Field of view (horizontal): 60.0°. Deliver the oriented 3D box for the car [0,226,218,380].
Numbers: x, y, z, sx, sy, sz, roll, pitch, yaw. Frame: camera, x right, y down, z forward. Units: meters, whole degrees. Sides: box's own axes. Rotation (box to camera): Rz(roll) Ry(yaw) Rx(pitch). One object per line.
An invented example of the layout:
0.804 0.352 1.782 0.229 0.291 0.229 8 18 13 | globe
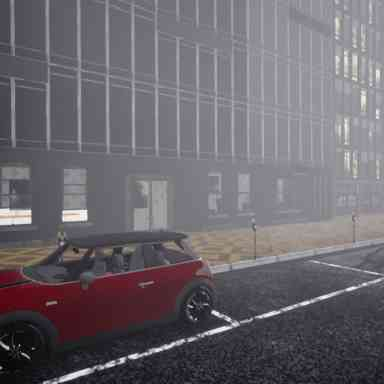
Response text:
-1.626 1.440 5.405 4.097 1.590 1.967 0 0 -35 | car
